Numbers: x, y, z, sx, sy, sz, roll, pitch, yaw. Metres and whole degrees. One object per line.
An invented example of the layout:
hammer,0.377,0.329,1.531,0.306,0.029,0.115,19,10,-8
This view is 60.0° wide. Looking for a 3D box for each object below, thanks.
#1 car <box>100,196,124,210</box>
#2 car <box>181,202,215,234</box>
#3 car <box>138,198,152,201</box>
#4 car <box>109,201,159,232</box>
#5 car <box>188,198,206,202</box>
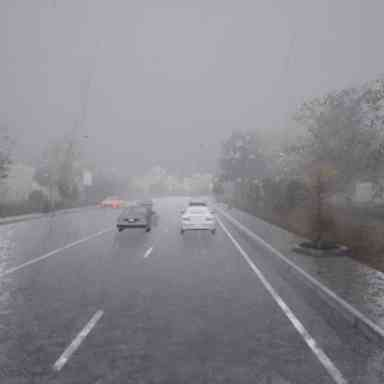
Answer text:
car,-10.012,1.306,42.080,2.097,1.767,4.553,0,0,1
car,0.330,1.511,18.850,1.812,1.442,4.674,0,0,1
car,-6.456,1.520,45.770,1.994,1.385,4.181,0,0,1
car,-3.156,1.528,20.059,2.033,1.411,5.357,0,0,1
car,0.589,1.448,36.727,1.882,1.535,5.008,0,0,1
